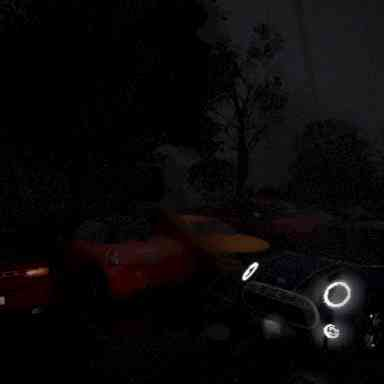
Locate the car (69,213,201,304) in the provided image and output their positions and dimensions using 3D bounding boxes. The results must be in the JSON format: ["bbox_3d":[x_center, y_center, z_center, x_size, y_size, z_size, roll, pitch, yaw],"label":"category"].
[{"bbox_3d":[-2.062,1.352,8.548,2.185,1.767,4.553,0,0,-35],"label":"car"}]

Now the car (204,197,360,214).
[{"bbox_3d":[2.472,1.221,11.786,2.435,2.045,5.566,0,0,-36],"label":"car"}]

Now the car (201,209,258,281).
[{"bbox_3d":[0.184,1.475,10.195,2.097,1.535,5.008,0,0,-35],"label":"car"}]

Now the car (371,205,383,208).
[{"bbox_3d":[6.973,1.339,15.068,2.185,1.767,4.553,0,0,-35],"label":"car"}]

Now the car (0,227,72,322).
[{"bbox_3d":[-4.345,1.480,6.954,2.097,1.535,5.008,0,0,-35],"label":"car"}]

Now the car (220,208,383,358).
[{"bbox_3d":[2.985,1.347,6.119,4.553,1.767,2.097,0,0,-35],"label":"car"}]
